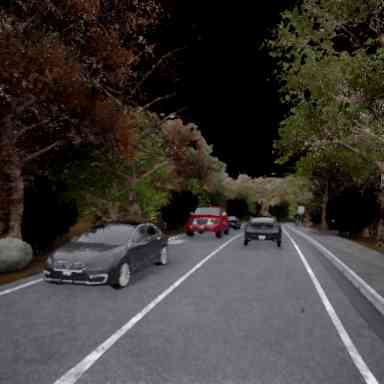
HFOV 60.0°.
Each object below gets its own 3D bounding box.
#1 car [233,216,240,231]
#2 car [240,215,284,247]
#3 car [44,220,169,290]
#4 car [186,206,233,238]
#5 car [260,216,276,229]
[{"bbox_3d":[3.789,3.068,33.167,2.033,1.411,5.357,1,-4,14],"label":"car"},{"bbox_3d":[3.889,2.037,18.126,1.837,1.490,4.892,1,-3,14],"label":"car"},{"bbox_3d":[-2.099,1.606,9.567,1.837,1.490,4.892,1,-2,15],"label":"car"},{"bbox_3d":[1.219,1.959,22.826,2.150,2.045,5.566,1,-4,13],"label":"car"},{"bbox_3d":[9.939,3.885,43.258,1.882,1.535,5.008,1,-4,14],"label":"car"}]
